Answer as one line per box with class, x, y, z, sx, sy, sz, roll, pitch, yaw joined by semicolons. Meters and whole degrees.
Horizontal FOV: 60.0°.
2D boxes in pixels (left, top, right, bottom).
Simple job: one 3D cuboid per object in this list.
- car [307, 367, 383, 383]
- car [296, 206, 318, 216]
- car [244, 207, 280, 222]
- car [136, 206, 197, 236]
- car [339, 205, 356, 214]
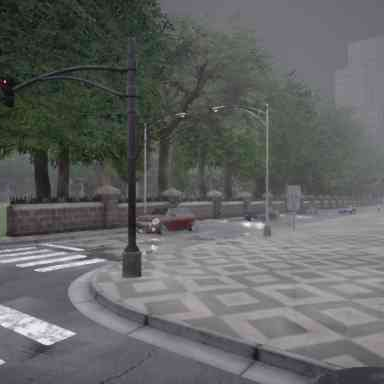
car;2.466;1.551;1.209;4.403;1.369;2.008;0;0;35
car;15.847;2.560;45.714;1.994;1.385;4.181;0;-1;36
car;7.175;2.227;33.513;2.033;1.411;5.357;0;-1;35
car;-1.639;1.712;20.986;2.097;1.767;4.553;0;-1;35
car;24.865;2.781;53.091;2.033;1.411;5.357;0;-1;34
